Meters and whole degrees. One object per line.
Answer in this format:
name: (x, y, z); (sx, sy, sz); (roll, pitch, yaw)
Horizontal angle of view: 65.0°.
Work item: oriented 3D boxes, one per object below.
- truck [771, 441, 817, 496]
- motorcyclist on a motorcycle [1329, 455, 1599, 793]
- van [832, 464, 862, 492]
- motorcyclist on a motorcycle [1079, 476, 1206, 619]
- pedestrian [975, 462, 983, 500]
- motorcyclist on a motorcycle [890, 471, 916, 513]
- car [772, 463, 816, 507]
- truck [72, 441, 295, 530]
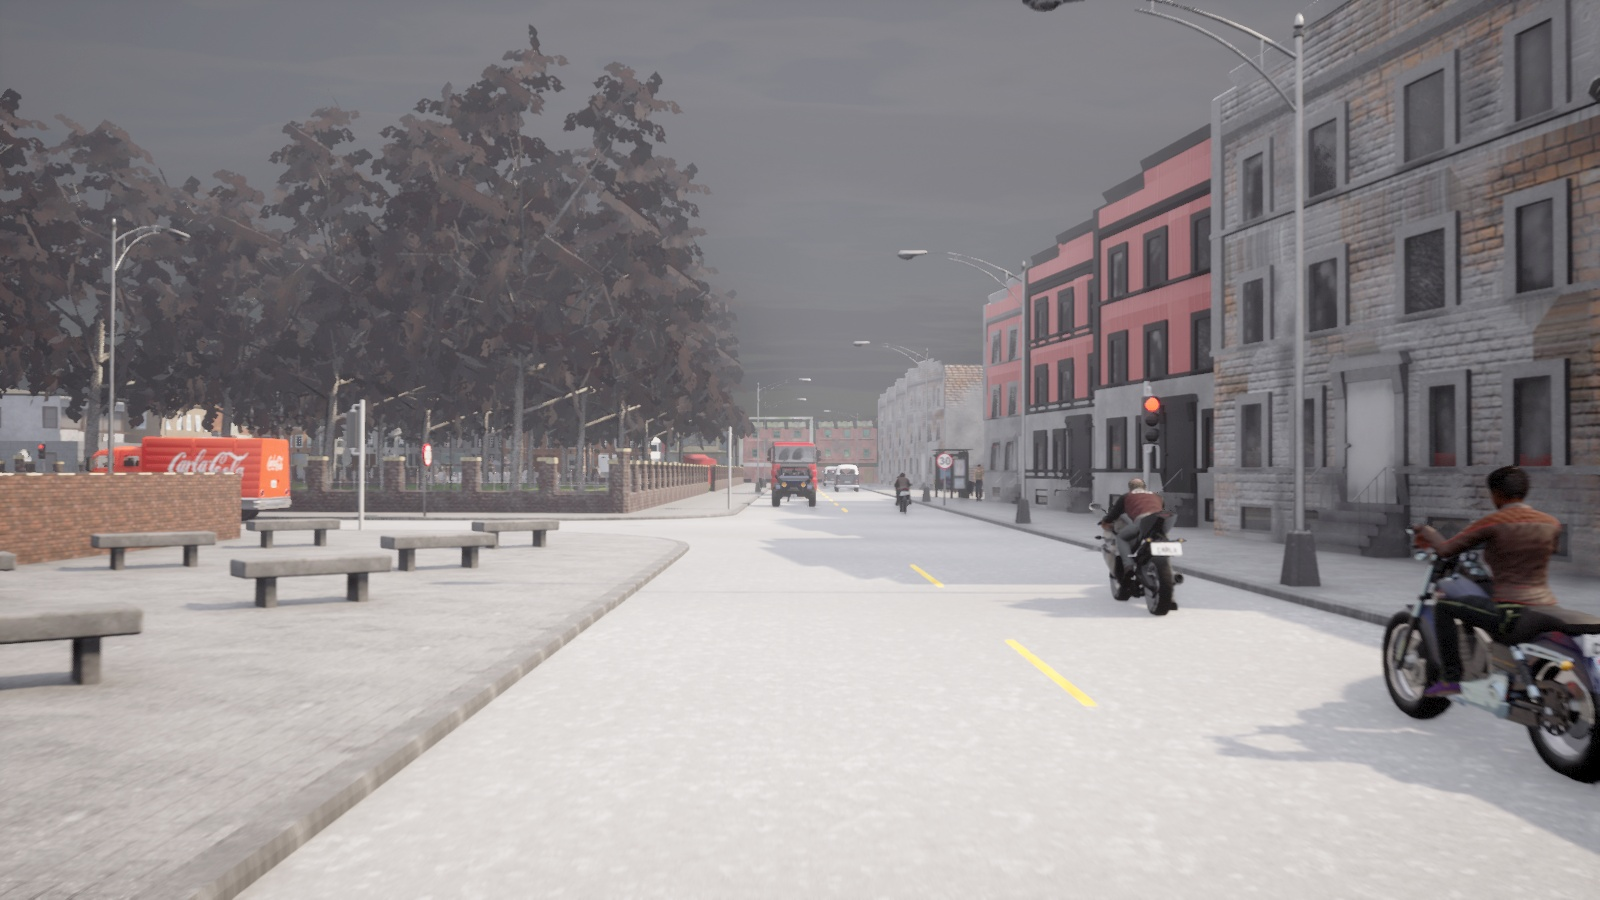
truck: (-0.384, 1.211, 82.235); (2.891, 3.462, 7.936); (0, -1, 0)
motorcyclist on a motorcycle: (3.979, 0.872, 7.322); (0.766, 1.649, 2.350); (0, -1, 0)
van: (3.550, 2.132, 96.069); (2.069, 2.038, 4.480); (0, -1, 0)
motorcyclist on a motorcycle: (3.946, 1.080, 14.671); (0.866, 1.530, 2.191); (0, -1, 0)
pedestrian: (8.779, 1.521, 61.643); (0.345, 1.836, 0.594); (0, -1, 7)
motorcyclist on a motorcycle: (3.826, 1.564, 46.737); (0.797, 1.523, 2.044); (0, -1, 0)
car: (-0.243, 1.548, 55.944); (1.905, 1.878, 3.866); (0, -1, 0)
truck: (-17.813, 1.011, 36.551); (5.204, 2.467, 2.627); (0, -1, -1)
